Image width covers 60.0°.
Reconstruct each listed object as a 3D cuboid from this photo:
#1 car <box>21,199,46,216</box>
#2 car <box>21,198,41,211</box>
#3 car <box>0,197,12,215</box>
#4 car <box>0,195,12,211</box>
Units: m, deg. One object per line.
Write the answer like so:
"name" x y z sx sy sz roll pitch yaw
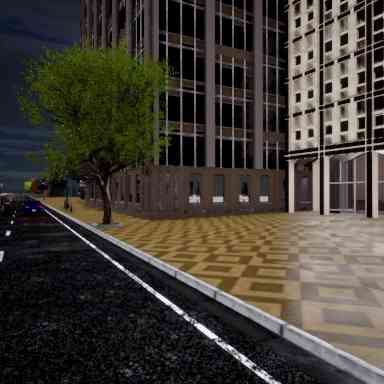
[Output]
"car" -15.572 1.525 32.659 1.812 1.442 4.674 0 0 -27
"car" -20.103 1.545 41.481 2.033 1.411 5.357 0 0 -27
"car" -19.311 1.491 32.942 2.128 1.511 4.902 0 0 -27
"car" -23.929 1.350 41.923 2.097 1.767 4.553 0 0 -27
